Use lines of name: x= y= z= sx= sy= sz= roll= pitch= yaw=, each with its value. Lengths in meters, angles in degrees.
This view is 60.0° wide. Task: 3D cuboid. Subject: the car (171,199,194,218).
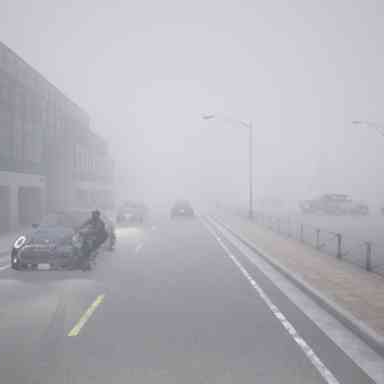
car: x=-0.890 y=1.564 z=30.096 sx=1.994 sy=1.385 sz=4.181 roll=0 pitch=0 yaw=-2

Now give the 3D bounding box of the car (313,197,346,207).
car: x=19.716 y=1.399 z=47.760 sx=3.806 sy=1.475 sz=1.970 roll=0 pitch=0 yaw=-2

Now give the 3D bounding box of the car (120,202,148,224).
car: x=-4.400 y=1.491 z=24.881 sx=2.128 sy=1.511 sz=4.902 roll=0 pitch=0 yaw=-2

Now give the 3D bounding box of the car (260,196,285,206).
car: x=12.197 y=1.389 z=50.481 sx=3.633 sy=1.501 sz=1.845 roll=0 pitch=0 yaw=-2

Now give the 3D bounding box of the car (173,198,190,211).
car: x=-1.336 y=1.547 z=42.659 sx=2.033 sy=1.411 sz=5.357 roll=0 pitch=0 yaw=-2

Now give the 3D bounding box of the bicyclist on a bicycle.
bicyclist on a bicycle: x=-2.711 y=1.236 z=8.582 sx=0.582 sy=1.620 sz=1.656 roll=27 pitch=0 yaw=35

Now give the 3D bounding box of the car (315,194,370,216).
car: x=13.217 y=1.092 z=29.014 sx=3.866 sy=1.878 sz=1.905 roll=0 pitch=0 yaw=-2

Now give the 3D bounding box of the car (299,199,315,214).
car: x=12.704 y=1.113 z=31.903 sx=4.605 sy=1.855 sz=1.932 roll=0 pitch=0 yaw=-2

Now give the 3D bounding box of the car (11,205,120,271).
car: x=-3.932 y=1.352 z=10.899 sx=2.097 sy=1.767 sz=4.553 roll=0 pitch=0 yaw=-2
